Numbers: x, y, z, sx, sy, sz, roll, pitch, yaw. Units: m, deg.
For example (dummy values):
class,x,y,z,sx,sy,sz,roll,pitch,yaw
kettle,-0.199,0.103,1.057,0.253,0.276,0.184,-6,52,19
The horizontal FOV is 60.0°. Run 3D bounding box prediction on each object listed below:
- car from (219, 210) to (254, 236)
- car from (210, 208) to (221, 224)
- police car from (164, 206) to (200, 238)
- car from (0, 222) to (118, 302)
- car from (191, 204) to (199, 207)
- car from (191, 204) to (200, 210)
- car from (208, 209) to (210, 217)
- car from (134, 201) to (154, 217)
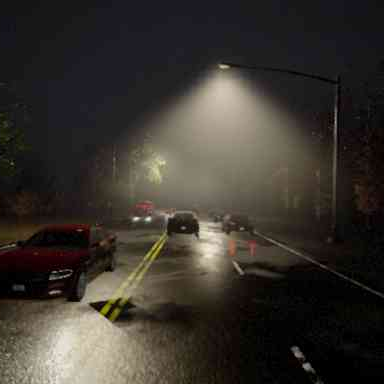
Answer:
class,x,y,z,sx,sy,sz,roll,pitch,yaw
car,3.210,2.246,23.673,1.812,1.442,4.674,2,-2,0
car,3.227,2.608,34.666,1.895,1.301,4.718,2,-2,0
police car,-0.503,1.944,21.328,1.930,1.638,5.238,2,-3,-1
car,-3.347,1.642,8.938,1.882,1.535,5.008,2,-2,0
car,0.482,3.271,64.449,1.895,1.301,4.718,2,-1,2
car,0.783,3.537,78.782,2.033,1.411,5.357,2,-1,2
car,3.319,2.851,45.600,1.994,1.385,4.181,1,-2,1
car,-6.506,2.237,45.598,2.150,2.045,5.566,2,-1,1
